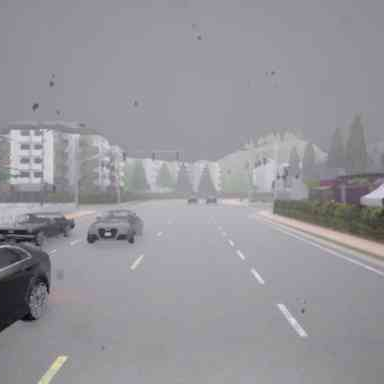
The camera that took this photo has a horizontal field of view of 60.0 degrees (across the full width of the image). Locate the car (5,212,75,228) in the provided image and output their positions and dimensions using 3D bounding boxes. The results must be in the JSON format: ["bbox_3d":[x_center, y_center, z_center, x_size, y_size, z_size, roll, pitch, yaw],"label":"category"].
[{"bbox_3d":[-7.009,1.601,15.104,1.895,1.301,4.718,0,0,0],"label":"car"}]

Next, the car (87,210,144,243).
[{"bbox_3d":[-3.503,1.565,15.831,1.994,1.385,4.181,0,0,0],"label":"car"}]

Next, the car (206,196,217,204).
[{"bbox_3d":[3.602,1.479,62.401,1.882,1.535,5.008,0,0,-2],"label":"car"}]

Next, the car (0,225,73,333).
[{"bbox_3d":[-3.590,1.492,4.447,2.128,1.511,4.902,0,0,0],"label":"car"}]

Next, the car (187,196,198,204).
[{"bbox_3d":[0.101,1.506,62.400,1.837,1.490,4.892,0,0,-2],"label":"car"}]
